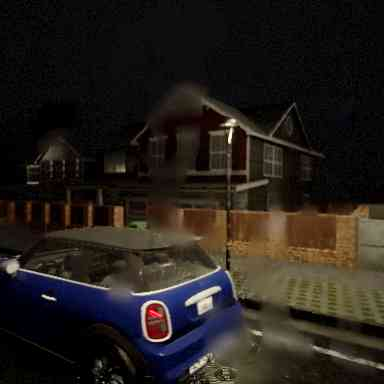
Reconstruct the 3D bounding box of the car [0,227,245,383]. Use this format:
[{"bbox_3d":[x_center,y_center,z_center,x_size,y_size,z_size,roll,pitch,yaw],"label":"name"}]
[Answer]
[{"bbox_3d":[-1.578,1.332,5.098,4.553,1.767,2.097,0,0,35],"label":"car"}]
